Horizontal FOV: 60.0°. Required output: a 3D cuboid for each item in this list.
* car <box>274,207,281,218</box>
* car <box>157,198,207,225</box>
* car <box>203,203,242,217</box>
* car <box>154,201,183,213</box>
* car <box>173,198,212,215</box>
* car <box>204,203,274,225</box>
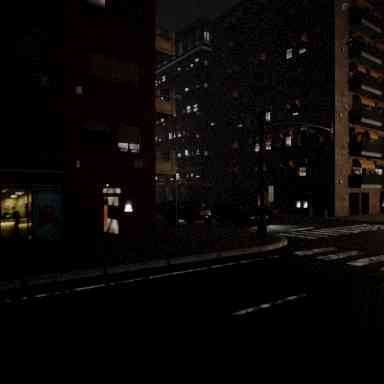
[{"bbox_3d":[6.605,1.844,32.151,1.802,1.307,4.206,-1,0,-36],"label":"car"},{"bbox_3d":[-0.390,1.586,27.061,2.192,1.841,5.009,-1,0,-36],"label":"car"},{"bbox_3d":[3.310,1.899,36.639,1.947,1.339,4.313,-1,0,-36],"label":"car"},{"bbox_3d":[-3.280,2.025,45.615,2.008,1.369,4.403,-1,0,-36],"label":"car"},{"bbox_3d":[0.010,1.718,41.128,2.192,1.841,5.009,-1,0,-36],"label":"car"},{"bbox_3d":[3.580,1.779,26.346,2.033,1.411,5.357,0,-1,-34],"label":"car"}]
